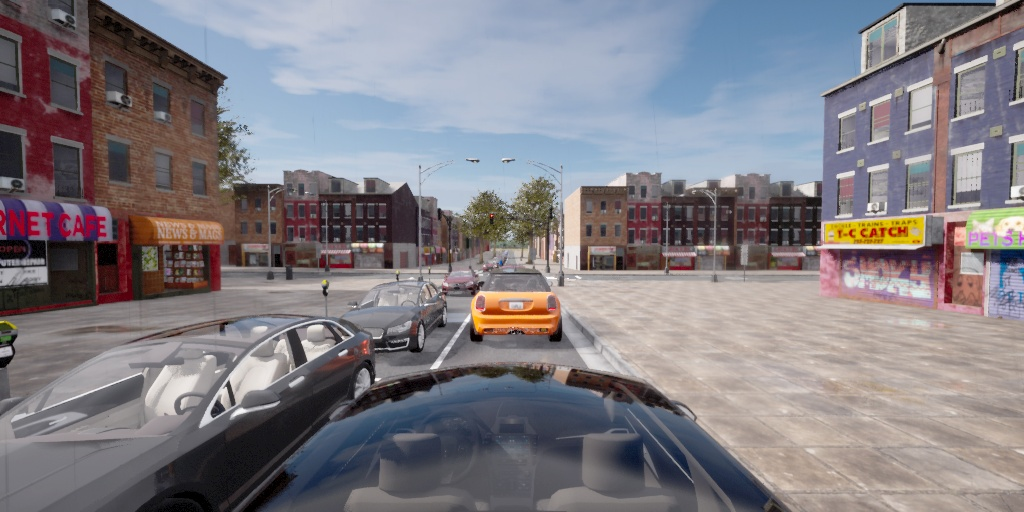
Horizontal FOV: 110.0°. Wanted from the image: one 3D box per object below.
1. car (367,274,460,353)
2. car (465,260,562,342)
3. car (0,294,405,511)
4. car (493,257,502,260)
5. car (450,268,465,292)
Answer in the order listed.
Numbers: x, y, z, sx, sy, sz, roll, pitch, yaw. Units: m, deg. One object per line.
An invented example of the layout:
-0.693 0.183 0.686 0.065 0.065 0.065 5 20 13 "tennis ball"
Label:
-2.652 1.299 8.632 2.007 1.370 4.403 0 0 0 "car"
0.085 1.101 9.941 2.097 1.767 4.553 0 0 0 "car"
-2.643 1.300 3.183 2.007 1.370 4.403 0 0 0 "car"
-2.719 1.246 46.301 1.967 1.591 4.097 0 0 0 "car"
-2.671 1.337 19.526 1.802 1.307 4.207 0 0 0 "car"
